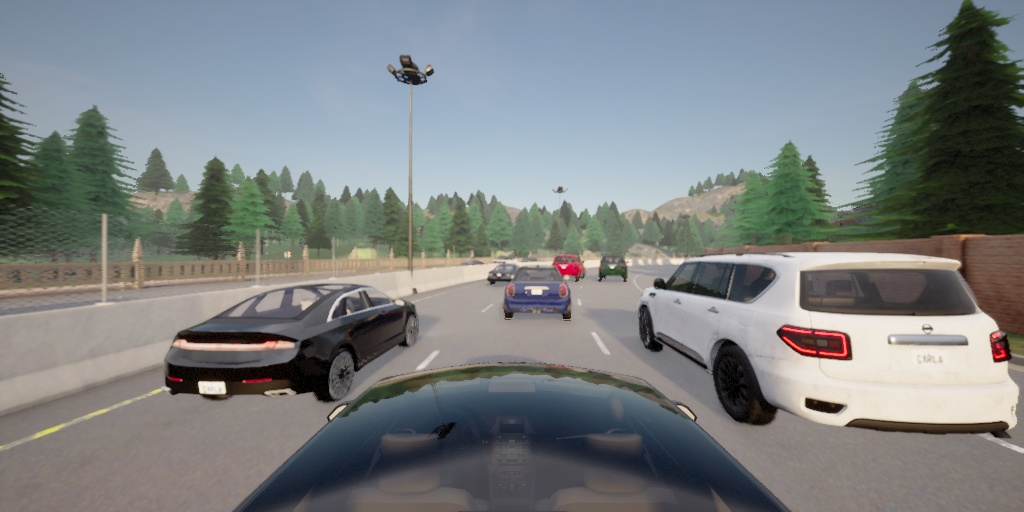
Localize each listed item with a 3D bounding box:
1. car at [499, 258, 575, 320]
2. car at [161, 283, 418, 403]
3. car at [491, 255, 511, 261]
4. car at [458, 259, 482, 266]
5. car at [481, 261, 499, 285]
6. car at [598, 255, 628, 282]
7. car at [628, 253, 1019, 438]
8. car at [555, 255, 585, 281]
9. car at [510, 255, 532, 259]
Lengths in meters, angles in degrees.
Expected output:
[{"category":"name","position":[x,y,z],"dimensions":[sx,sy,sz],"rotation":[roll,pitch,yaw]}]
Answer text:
[{"category":"car","position":[0.986,1.090,12.792],"dimensions":[2.097,1.767,4.553],"rotation":[0,0,7]},{"category":"car","position":[-3.152,1.226,6.348],"dimensions":[2.128,1.511,4.902],"rotation":[0,0,3]},{"category":"car","position":[-1.154,0.903,51.596],"dimensions":[2.150,2.045,5.566],"rotation":[0,0,28]},{"category":"car","position":[-5.746,1.193,50.324],"dimensions":[1.812,1.442,4.674],"rotation":[0,0,27]},{"category":"car","position":[-0.188,1.264,25.351],"dimensions":[2.033,1.411,5.357],"rotation":[0,0,15]},{"category":"car","position":[8.435,0.957,29.678],"dimensions":[2.150,2.045,5.566],"rotation":[0,0,19]},{"category":"car","position":[3.799,0.977,5.827],"dimensions":[2.150,2.045,5.566],"rotation":[0,0,3]},{"category":"car","position":[4.706,0.947,29.540],"dimensions":[2.150,2.045,5.566],"rotation":[0,0,18]},{"category":"car","position":[2.110,1.041,50.199],"dimensions":[2.097,1.767,4.553],"rotation":[0,0,29]}]
